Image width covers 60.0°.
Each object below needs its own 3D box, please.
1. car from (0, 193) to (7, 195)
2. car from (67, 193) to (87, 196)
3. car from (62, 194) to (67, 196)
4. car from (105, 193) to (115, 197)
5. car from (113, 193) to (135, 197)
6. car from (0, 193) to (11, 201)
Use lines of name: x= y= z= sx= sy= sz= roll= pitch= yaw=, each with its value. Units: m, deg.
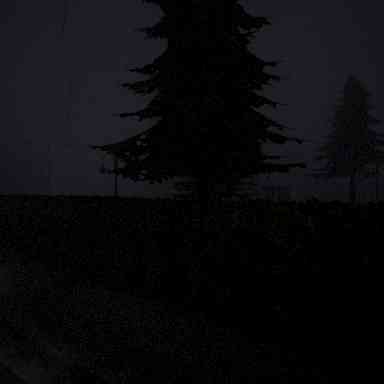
car: x=-23.747 y=1.331 z=41.312 sx=5.027 sy=1.636 sz=2.152 roll=0 pitch=0 yaw=-45
car: x=-27.208 y=1.154 z=81.623 sx=5.027 sy=1.636 sz=2.152 roll=0 pitch=0 yaw=-45
car: x=-31.941 y=1.232 z=85.969 sx=3.806 sy=1.475 sz=1.970 roll=0 pitch=0 yaw=-45
car: x=-15.901 y=1.097 z=70.723 sx=4.605 sy=1.855 sz=1.932 roll=0 pitch=0 yaw=-45
car: x=-10.341 y=1.384 z=54.301 sx=3.806 sy=1.475 sz=1.970 roll=0 pitch=0 yaw=-45
car: x=-41.799 y=1.097 z=71.665 sx=4.605 sy=1.855 sz=1.932 roll=0 pitch=0 yaw=-45
